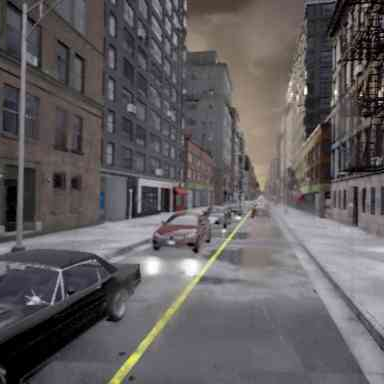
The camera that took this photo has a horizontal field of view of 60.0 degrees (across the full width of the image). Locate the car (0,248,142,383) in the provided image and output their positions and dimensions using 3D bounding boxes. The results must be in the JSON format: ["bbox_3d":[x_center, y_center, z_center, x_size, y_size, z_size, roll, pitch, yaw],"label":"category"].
[{"bbox_3d":[-2.410,1.598,4.749,1.895,1.301,4.718,1,-1,13],"label":"car"}]

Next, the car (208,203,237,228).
[{"bbox_3d":[1.889,1.755,24.835,2.128,1.511,4.902,1,-1,12],"label":"car"}]

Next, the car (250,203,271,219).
[{"bbox_3d":[7.161,1.987,34.571,1.812,1.442,4.674,1,-1,12],"label":"car"}]

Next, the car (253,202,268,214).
[{"bbox_3d":[9.297,2.144,44.851,1.812,1.442,4.674,1,-1,12],"label":"car"}]

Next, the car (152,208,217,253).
[{"bbox_3d":[-0.274,1.655,14.674,1.812,1.442,4.674,1,-1,12],"label":"car"}]

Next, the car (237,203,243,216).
[{"bbox_3d":[4.984,2.011,39.035,2.033,1.411,5.357,1,-1,12],"label":"car"}]
